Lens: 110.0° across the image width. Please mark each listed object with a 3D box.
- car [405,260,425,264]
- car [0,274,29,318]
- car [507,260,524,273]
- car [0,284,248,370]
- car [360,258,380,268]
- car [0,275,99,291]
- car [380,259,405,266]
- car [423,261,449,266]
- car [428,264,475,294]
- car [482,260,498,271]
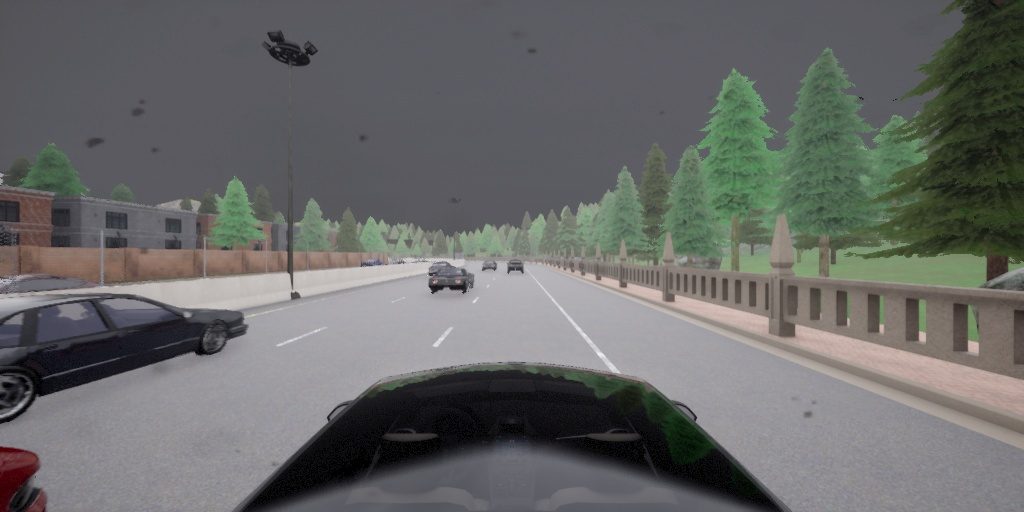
[{"bbox_3d":[-13.597,1.286,52.778,2.033,1.411,5.357,0,0,0],"label":"car"},{"bbox_3d":[-17.533,1.311,10.184,1.994,1.385,4.181,0,0,0],"label":"car"},{"bbox_3d":[0.427,1.238,43.180,1.837,1.490,4.892,0,-1,0],"label":"car"},{"bbox_3d":[-6.867,1.296,5.551,2.033,1.411,5.357,0,0,0],"label":"car"},{"bbox_3d":[-20.597,1.128,52.833,1.882,1.535,5.008,0,0,0],"label":"car"},{"bbox_3d":[-14.033,1.272,10.029,1.812,1.442,4.674,0,0,0],"label":"car"},{"bbox_3d":[-17.097,1.236,52.805,2.128,1.511,4.902,0,0,0],"label":"car"},{"bbox_3d":[-6.644,1.286,34.299,2.033,1.411,5.357,0,0,0],"label":"car"},{"bbox_3d":[-3.252,1.344,20.246,1.895,1.301,4.718,0,0,0],"label":"car"},{"bbox_3d":[-3.025,1.280,49.375,2.033,1.411,5.357,0,0,0],"label":"car"}]
